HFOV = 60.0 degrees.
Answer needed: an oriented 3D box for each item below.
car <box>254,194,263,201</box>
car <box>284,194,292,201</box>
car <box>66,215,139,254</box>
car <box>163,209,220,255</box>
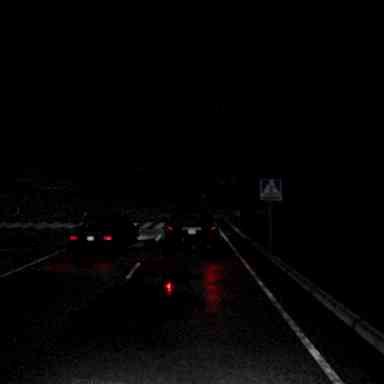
[{"bbox_3d":[16.000,1.207,76.439,1.994,1.385,4.181,-1,1,-23],"label":"car"},{"bbox_3d":[20.598,1.135,72.750,1.812,1.442,4.674,0,1,-15],"label":"car"},{"bbox_3d":[-3.504,1.670,13.985,2.033,1.411,5.357,0,0,0],"label":"car"},{"bbox_3d":[-0.002,1.473,14.077,2.097,1.767,4.553,0,-1,0],"label":"car"}]
